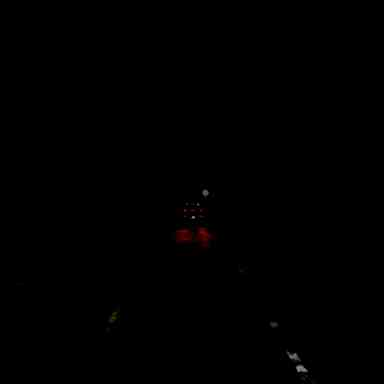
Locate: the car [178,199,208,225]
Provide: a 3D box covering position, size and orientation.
[{"bbox_3d":[0.082,1.369,23.134,2.128,1.511,4.902,0,0,0],"label":"car"}]

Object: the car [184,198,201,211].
[{"bbox_3d":[0.072,1.411,38.454,1.895,1.301,4.718,0,0,0],"label":"car"}]
